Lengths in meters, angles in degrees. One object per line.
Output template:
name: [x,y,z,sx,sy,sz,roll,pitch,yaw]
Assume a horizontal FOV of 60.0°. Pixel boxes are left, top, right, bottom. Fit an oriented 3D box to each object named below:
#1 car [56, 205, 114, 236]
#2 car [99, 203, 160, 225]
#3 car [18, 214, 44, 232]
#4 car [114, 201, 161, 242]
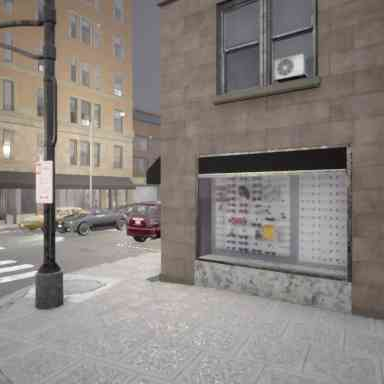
car: [-5.607,1.556,18.629,1.994,1.385,4.181,0,0,35]
car: [-4.584,1.547,24.936,1.947,1.339,4.313,0,0,35]
car: [-7.907,1.519,20.151,1.752,1.417,4.829,0,0,35]
car: [-0.822,1.305,15.405,2.192,1.841,5.009,0,0,35]
